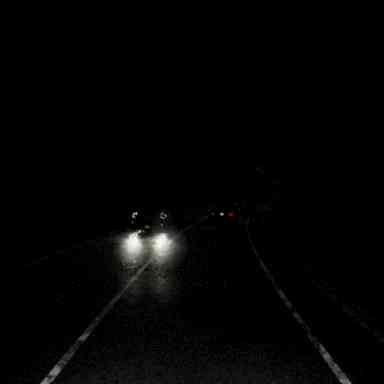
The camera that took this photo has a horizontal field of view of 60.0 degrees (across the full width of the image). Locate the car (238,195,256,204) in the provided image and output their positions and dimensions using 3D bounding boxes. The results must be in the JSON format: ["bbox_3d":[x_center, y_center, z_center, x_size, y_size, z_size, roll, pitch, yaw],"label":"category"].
[{"bbox_3d":[9.722,1.350,58.505,1.994,1.385,4.181,2,1,24],"label":"car"}]

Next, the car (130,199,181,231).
[{"bbox_3d":[-2.008,1.226,19.550,2.097,1.767,4.553,1,0,9],"label":"car"}]

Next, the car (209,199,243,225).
[{"bbox_3d":[2.362,1.458,23.730,2.033,1.411,5.357,1,0,10],"label":"car"}]

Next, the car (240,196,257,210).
[{"bbox_3d":[6.713,1.367,40.553,1.882,1.535,5.008,2,0,18],"label":"car"}]
